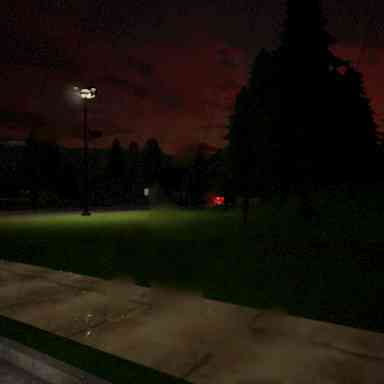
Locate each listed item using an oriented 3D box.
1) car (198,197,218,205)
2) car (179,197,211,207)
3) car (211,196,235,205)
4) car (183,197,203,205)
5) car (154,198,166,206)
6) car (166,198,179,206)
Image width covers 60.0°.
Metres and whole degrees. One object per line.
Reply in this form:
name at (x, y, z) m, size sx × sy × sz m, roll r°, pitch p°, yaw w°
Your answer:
car at (3.124, 1.666, 64.098) m, size 1.812 × 1.442 × 4.674 m, roll 0°, pitch 0°, yaw 33°
car at (0.552, 1.618, 53.738) m, size 2.128 × 1.511 × 4.902 m, roll 0°, pitch 0°, yaw 34°
car at (6.062, 1.345, 62.198) m, size 2.150 × 2.045 × 5.566 m, roll 0°, pitch 0°, yaw 33°
car at (0.202, 1.683, 66.024) m, size 1.812 × 1.442 × 4.674 m, roll 0°, pitch 0°, yaw 33°
car at (-4.796, 1.724, 58.329) m, size 1.994 × 1.385 × 4.181 m, roll 0°, pitch 0°, yaw 34°
car at (-1.875, 1.707, 56.400) m, size 1.994 × 1.385 × 4.181 m, roll 0°, pitch 0°, yaw 34°
